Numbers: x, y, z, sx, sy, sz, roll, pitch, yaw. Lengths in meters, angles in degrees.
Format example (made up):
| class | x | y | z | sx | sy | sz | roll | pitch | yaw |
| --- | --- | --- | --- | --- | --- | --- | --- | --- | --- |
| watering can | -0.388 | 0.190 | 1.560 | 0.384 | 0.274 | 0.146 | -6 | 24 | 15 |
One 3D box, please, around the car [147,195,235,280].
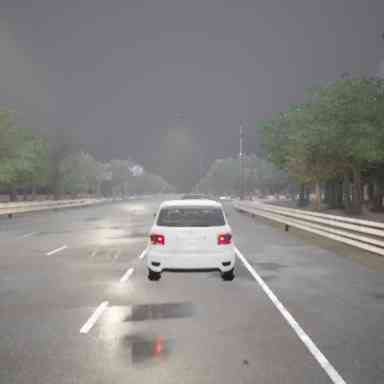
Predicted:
| class | x | y | z | sx | sy | sz | roll | pitch | yaw |
| --- | --- | --- | --- | --- | --- | --- | --- | --- | --- |
| car | -0.029 | 1.241 | 10.136 | 2.150 | 2.045 | 5.566 | 0 | 0 | 0 |
